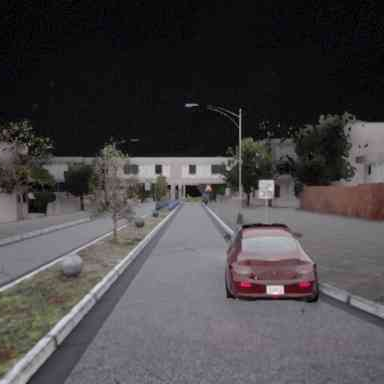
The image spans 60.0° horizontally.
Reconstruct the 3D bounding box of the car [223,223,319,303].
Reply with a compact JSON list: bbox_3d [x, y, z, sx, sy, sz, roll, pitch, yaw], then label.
[{"bbox_3d":[1.764,1.480,8.123,1.812,1.442,4.674,-2,2,8],"label":"car"}]
